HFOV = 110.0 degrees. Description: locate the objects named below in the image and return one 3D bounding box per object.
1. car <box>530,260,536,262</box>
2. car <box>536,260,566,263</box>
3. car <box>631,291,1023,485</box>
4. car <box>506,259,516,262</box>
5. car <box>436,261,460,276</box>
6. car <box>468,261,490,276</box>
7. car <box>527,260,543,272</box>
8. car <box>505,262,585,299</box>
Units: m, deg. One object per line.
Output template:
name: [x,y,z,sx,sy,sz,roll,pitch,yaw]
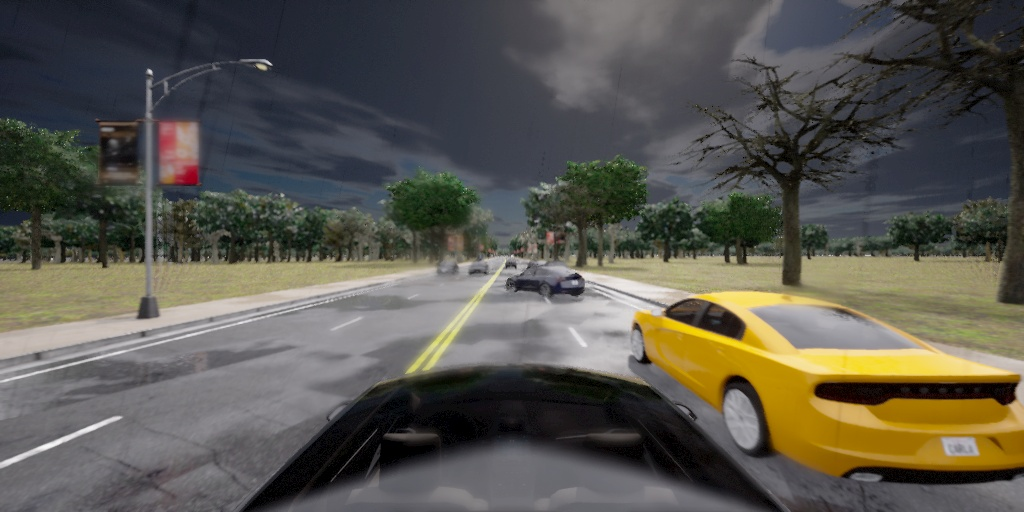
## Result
car: [3.178,1.282,38.125,2.163,1.488,4.792,0,0,0]
car: [3.215,1.122,27.059,2.097,1.767,4.553,0,0,0]
car: [3.251,1.230,5.078,1.882,1.535,5.008,0,0,0]
car: [-0.163,1.302,58.381,1.837,1.490,4.892,0,0,0]
car: [-6.662,1.271,37.717,2.128,1.511,4.902,0,0,0]
car: [-3.413,1.285,37.717,1.837,1.490,4.892,0,-1,0]
car: [3.130,1.292,49.100,1.837,1.490,4.892,0,0,0]
car: [1.599,1.266,18.417,2.163,1.488,4.792,0,0,-33]
